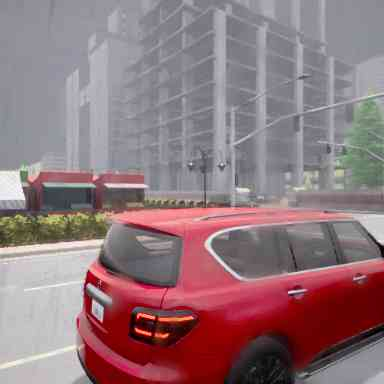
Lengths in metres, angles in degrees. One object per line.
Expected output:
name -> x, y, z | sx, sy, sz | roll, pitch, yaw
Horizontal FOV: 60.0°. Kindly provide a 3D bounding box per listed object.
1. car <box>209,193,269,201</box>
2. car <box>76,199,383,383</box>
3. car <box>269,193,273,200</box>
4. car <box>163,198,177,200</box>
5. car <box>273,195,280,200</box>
car -> 3.617, 1.166, 29.021 | 2.150, 2.045, 5.566 | 0, 0, -36
car -> 1.292, 1.221, 4.713 | 5.566, 2.045, 2.150 | 0, 0, -35
car -> 11.664, 1.114, 58.231 | 1.905, 1.878, 3.866 | 0, 0, -36
car -> -2.445, 1.422, 37.366 | 1.882, 1.535, 5.008 | 0, 0, -36
car -> 14.053, 1.114, 59.946 | 1.905, 1.878, 3.866 | 0, 0, -36
